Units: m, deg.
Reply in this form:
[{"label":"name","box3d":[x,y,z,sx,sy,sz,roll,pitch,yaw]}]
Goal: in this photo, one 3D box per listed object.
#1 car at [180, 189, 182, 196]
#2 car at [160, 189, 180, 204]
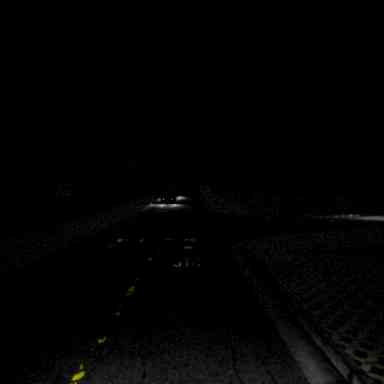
[{"label":"car","box3d":[-2.816,0.063,59.692,1.895,1.301,4.718,0,2,0]},{"label":"car","box3d":[-2.871,0.664,41.596,1.837,1.490,4.892,0,2,0]}]
